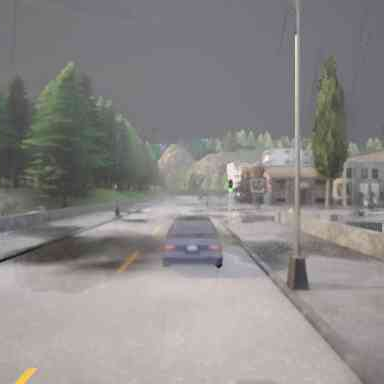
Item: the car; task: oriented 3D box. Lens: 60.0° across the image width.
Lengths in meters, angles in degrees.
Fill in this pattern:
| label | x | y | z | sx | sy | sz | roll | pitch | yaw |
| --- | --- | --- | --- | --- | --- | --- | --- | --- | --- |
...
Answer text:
| label | x | y | z | sx | sy | sz | roll | pitch | yaw |
| --- | --- | --- | --- | --- | --- | --- | --- | --- | --- |
| car | 0.027 | 1.530 | 11.321 | 2.033 | 1.411 | 5.357 | 0 | 0 | 1 |
